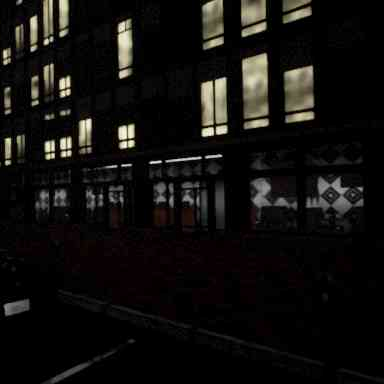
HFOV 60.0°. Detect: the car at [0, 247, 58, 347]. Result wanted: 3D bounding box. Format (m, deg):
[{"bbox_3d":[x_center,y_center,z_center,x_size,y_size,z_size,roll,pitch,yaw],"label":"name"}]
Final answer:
[{"bbox_3d":[-4.066,1.628,5.745,4.313,1.339,1.947,-1,-1,35],"label":"car"}]
